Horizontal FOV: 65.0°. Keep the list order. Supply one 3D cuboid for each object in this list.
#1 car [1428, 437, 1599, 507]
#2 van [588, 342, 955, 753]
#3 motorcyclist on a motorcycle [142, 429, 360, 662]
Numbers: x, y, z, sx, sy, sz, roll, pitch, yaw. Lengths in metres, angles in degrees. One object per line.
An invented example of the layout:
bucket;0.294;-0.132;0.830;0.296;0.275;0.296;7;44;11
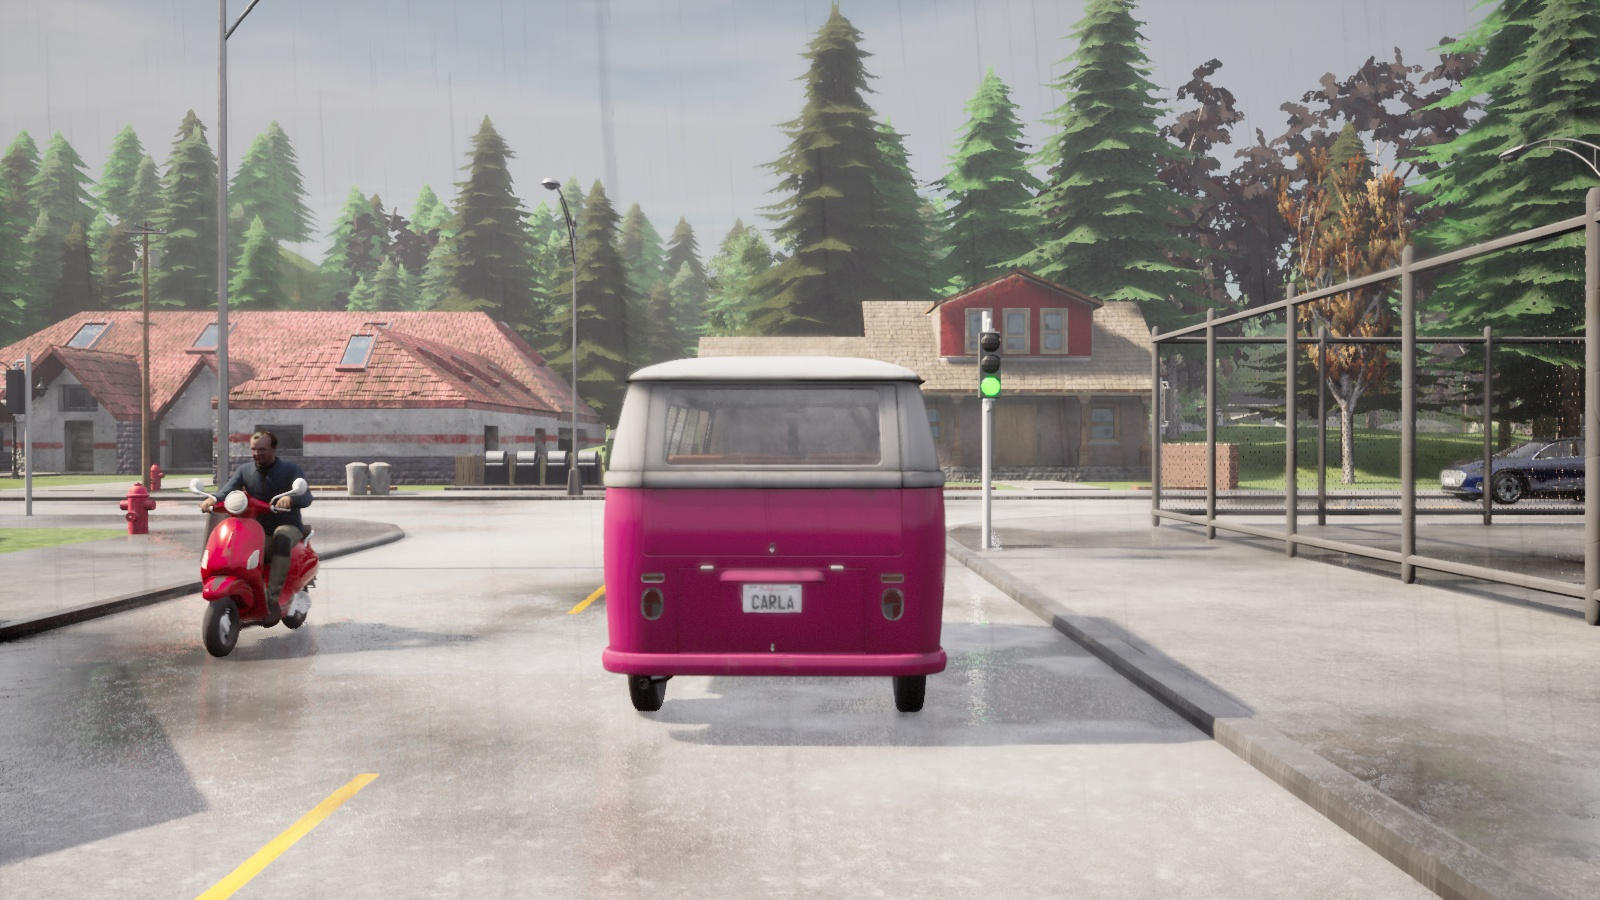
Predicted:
car;18.424;0.517;30.956;4.856;1.649;2.033;0;0;-1
van;-0.095;0.454;8.304;1.775;1.987;4.442;0;0;1
motorcyclist on a motorcycle;-4.060;0.643;9.473;0.866;1.590;1.817;0;1;-1
